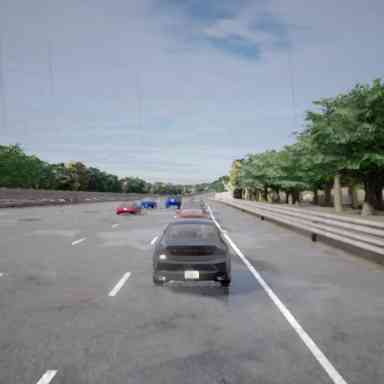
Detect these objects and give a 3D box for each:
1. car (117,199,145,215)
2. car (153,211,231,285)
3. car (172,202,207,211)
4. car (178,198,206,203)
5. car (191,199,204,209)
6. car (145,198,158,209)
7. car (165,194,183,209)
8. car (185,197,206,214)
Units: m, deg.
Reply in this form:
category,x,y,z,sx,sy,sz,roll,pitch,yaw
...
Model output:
category,x,y,z,sx,sy,sz,roll,pitch,yaw
car,-6.592,1.672,35.309,1.994,1.385,4.181,0,0,2
car,-0.004,1.508,9.439,1.837,1.490,4.892,0,0,0
car,0.012,1.545,19.476,1.812,1.442,4.674,0,0,0
car,0.098,1.538,26.640,1.837,1.490,4.892,0,0,1
car,0.849,1.691,47.901,1.812,1.442,4.674,0,-1,2
car,-6.153,1.669,47.867,1.882,1.535,5.008,0,-1,2
car,-2.619,1.403,48.684,2.150,2.045,5.566,0,-1,2
car,0.453,1.426,36.463,2.097,1.767,4.553,0,0,2
